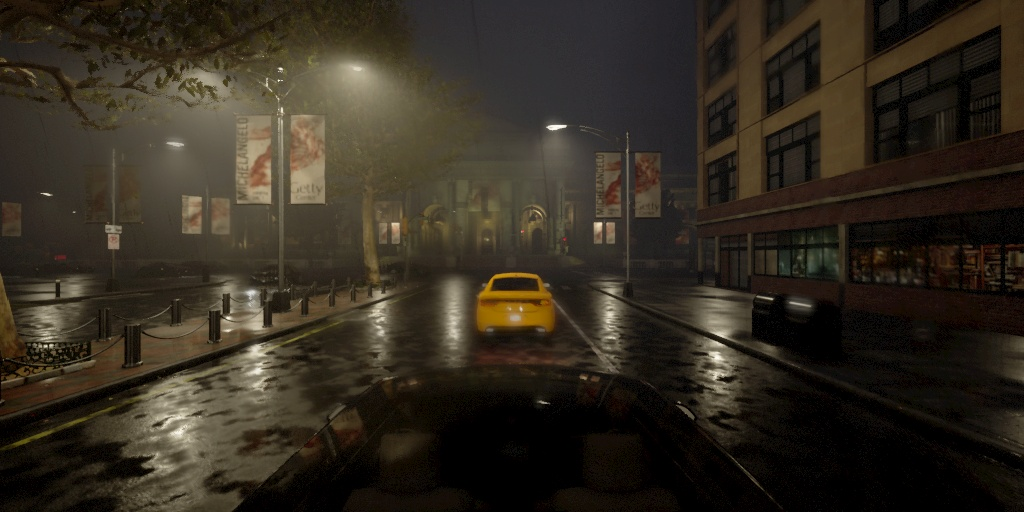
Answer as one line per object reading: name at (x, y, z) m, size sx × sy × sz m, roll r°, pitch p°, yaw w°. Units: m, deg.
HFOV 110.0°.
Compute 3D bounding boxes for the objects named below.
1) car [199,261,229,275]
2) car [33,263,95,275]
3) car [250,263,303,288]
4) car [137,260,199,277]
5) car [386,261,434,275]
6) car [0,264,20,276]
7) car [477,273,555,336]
car at (-33.186, 1.227, 38.339) m, size 5.008 × 1.535 × 1.882 m, roll 0°, pitch 0°, yaw 1°
car at (-47.887, 1.350, 38.435) m, size 4.718 × 1.301 × 1.895 m, roll 0°, pitch 0°, yaw 0°
car at (-15.468, 1.255, 23.804) m, size 1.837 × 1.490 × 4.892 m, roll 2°, pitch 0°, yaw -15°
car at (-33.620, 1.314, 34.838) m, size 4.181 × 1.385 × 1.994 m, roll 0°, pitch 0°, yaw 1°
car at (-10.827, 1.255, 38.073) m, size 4.892 × 1.490 × 1.837 m, roll 0°, pitch 0°, yaw 1°
car at (-51.056, 1.314, 34.869) m, size 4.181 × 1.385 × 1.994 m, roll 0°, pitch 0°, yaw -2°
car at (0.122, 1.228, 10.431) m, size 1.882 × 1.535 × 5.008 m, roll 0°, pitch 0°, yaw 1°
